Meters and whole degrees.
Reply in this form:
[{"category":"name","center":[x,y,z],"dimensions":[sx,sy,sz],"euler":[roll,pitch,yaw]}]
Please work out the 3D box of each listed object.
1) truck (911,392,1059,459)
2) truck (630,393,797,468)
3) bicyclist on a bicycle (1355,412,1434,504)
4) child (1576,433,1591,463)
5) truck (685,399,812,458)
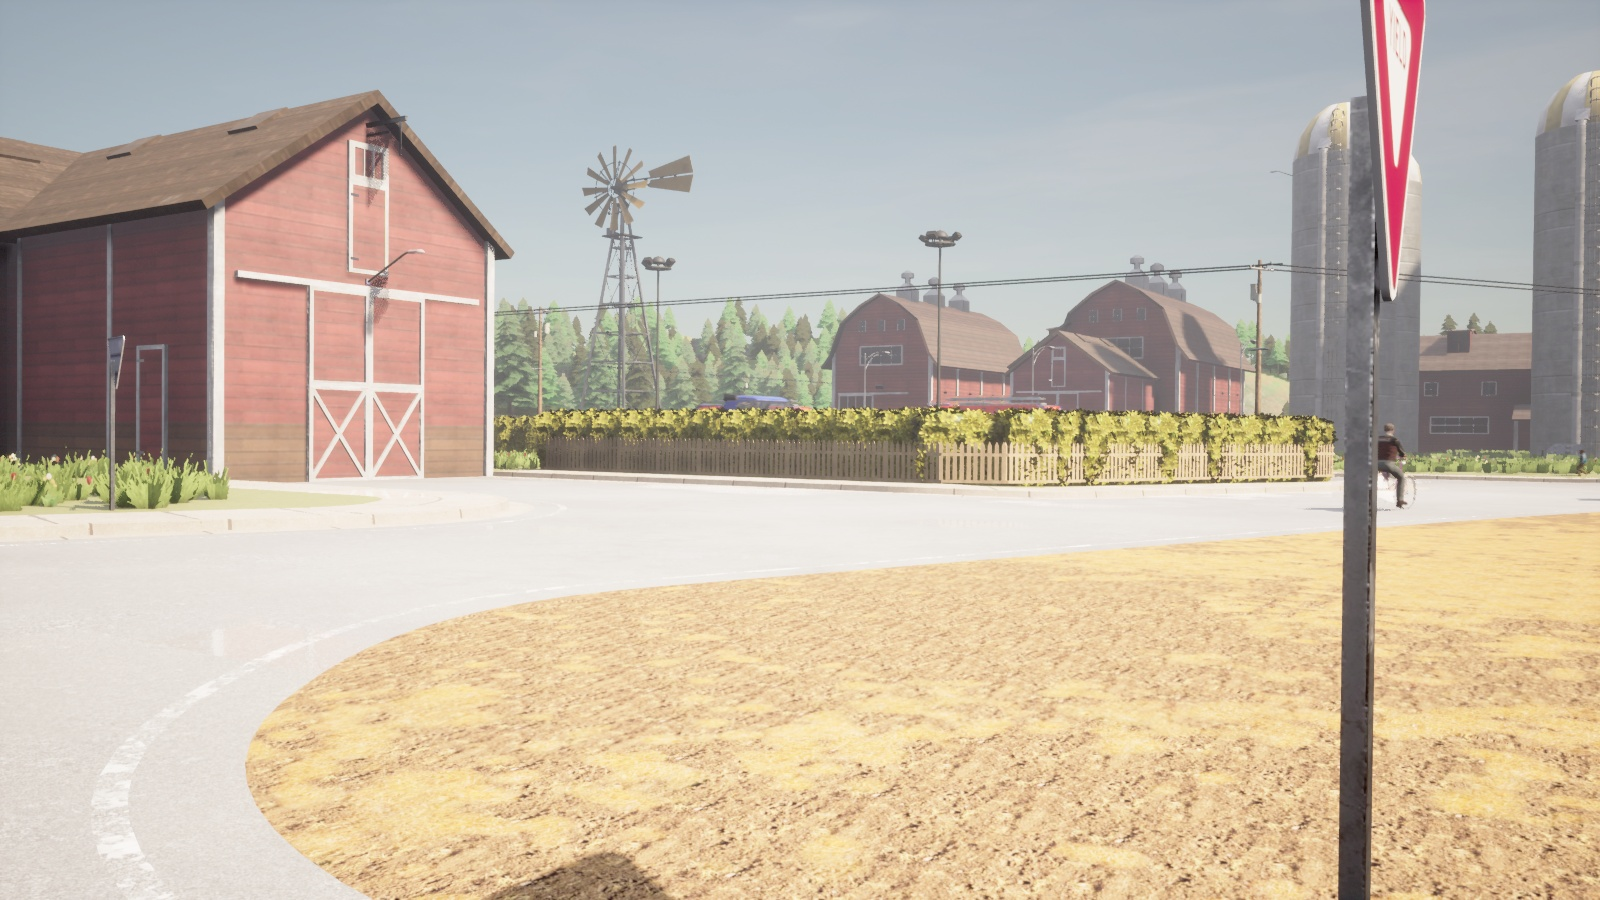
[{"category":"truck","center":[11.139,-1.432,76.054],"dimensions":[8.468,3.827,2.891],"euler":[0,1,36]},{"category":"truck","center":[-4.258,-0.906,61.114],"dimensions":[7.936,3.462,2.891],"euler":[0,1,33]},{"category":"bicyclist on a bicycle","center":[11.930,0.135,25.185],"dimensions":[1.843,1.776,0.659],"euler":[-1,1,-37]},{"category":"child","center":[30.936,-0.075,49.577],"dimensions":[0.448,1.192,0.343],"euler":[0,1,27]},{"category":"truck","center":[-3.572,-1.428,85.456],"dimensions":[8.468,3.827,2.891],"euler":[0,1,33]}]
